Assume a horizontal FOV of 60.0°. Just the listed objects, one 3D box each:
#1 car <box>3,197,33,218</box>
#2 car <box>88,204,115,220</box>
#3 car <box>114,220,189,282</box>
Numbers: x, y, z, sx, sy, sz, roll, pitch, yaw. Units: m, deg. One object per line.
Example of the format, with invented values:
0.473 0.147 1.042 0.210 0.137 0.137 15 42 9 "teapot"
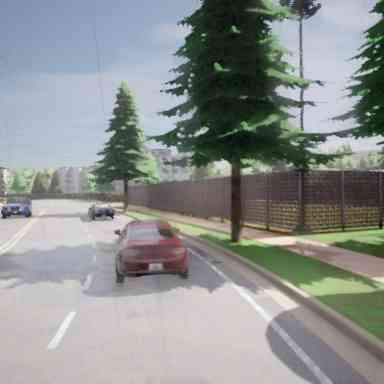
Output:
-16.826 1.494 32.360 2.150 2.045 5.566 -1 0 -21 "car"
-8.106 1.687 29.539 1.895 1.301 4.718 -1 0 -21 "car"
-1.286 1.540 9.802 1.812 1.442 4.674 0 0 -12 "car"
